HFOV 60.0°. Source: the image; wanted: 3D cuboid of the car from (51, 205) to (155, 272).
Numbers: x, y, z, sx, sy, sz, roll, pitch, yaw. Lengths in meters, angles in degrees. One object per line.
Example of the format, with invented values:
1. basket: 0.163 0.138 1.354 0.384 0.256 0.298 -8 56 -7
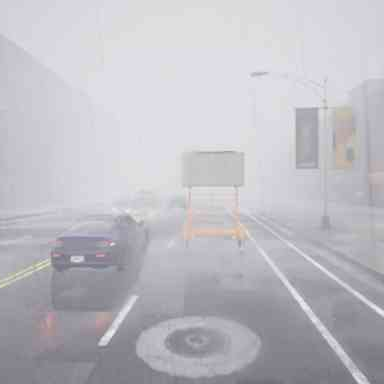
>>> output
1. car: -2.501 1.328 9.934 1.812 1.442 4.674 0 1 3

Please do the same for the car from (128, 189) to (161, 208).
1. car: -4.593 0.702 34.413 2.150 2.045 5.566 0 0 3

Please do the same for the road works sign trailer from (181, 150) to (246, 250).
1. road works sign trailer: 0.821 0.197 12.991 2.380 3.560 2.880 0 1 3

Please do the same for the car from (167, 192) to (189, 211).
1. car: -1.269 0.993 32.107 1.837 1.490 4.892 0 1 3

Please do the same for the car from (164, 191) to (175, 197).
1. car: -5.292 0.532 78.669 1.895 1.301 4.718 0 0 3

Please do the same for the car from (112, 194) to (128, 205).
1. car: -7.649 0.990 38.011 1.812 1.442 4.674 0 0 4

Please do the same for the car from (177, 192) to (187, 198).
1. car: -2.171 0.679 76.244 1.837 1.490 4.892 0 0 3
